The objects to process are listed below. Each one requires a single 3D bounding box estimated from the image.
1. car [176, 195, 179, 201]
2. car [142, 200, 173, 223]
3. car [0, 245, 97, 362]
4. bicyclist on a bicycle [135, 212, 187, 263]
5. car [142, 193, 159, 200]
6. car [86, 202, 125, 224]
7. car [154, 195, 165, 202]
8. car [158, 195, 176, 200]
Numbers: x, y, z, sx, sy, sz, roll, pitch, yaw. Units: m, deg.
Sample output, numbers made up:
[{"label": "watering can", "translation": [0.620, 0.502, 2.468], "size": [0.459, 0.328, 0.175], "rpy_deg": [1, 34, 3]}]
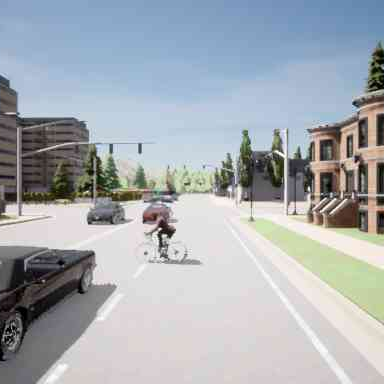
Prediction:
[{"label": "car", "translation": [-4.318, 1.499, 80.847], "size": [1.837, 1.490, 4.892], "rpy_deg": [0, 0, 2]}, {"label": "car", "translation": [-2.587, 1.563, 25.680], "size": [1.994, 1.385, 4.181], "rpy_deg": [0, 0, 2]}, {"label": "car", "translation": [-3.260, 1.601, 5.857], "size": [1.895, 1.301, 4.718], "rpy_deg": [0, 0, 2]}, {"label": "bicyclist on a bicycle", "translation": [-0.993, 1.452, 10.465], "size": [1.656, 1.620, 0.582], "rpy_deg": [-2, 0, 2]}, {"label": "car", "translation": [-8.365, 1.491, 65.694], "size": [2.128, 1.511, 4.902], "rpy_deg": [0, 0, 3]}, {"label": "car", "translation": [-6.234, 1.514, 24.507], "size": [1.837, 1.490, 4.892], "rpy_deg": [0, 0, 2]}, {"label": "car", "translation": [-7.819, 1.539, 80.885], "size": [2.033, 1.411, 5.357], "rpy_deg": [0, 0, 2]}, {"label": "car", "translation": [-4.871, 1.600, 65.459], "size": [1.895, 1.301, 4.718], "rpy_deg": [0, 0, 3]}]
